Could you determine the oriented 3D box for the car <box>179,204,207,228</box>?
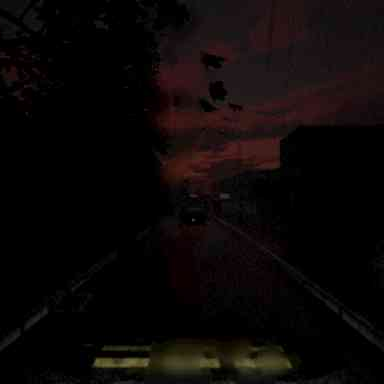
[{"bbox_3d":[0.091,1.838,25.210,1.882,1.535,5.008,0,-2,0],"label":"car"}]

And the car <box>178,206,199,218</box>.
[{"bbox_3d":[-0.490,2.499,42.595,1.837,1.490,4.892,1,-3,-10],"label":"car"}]
